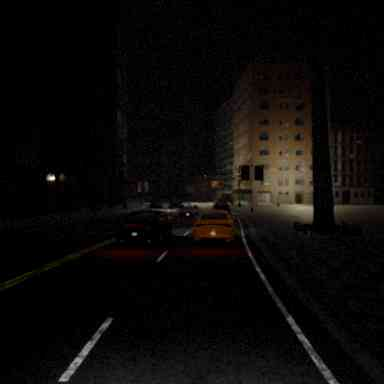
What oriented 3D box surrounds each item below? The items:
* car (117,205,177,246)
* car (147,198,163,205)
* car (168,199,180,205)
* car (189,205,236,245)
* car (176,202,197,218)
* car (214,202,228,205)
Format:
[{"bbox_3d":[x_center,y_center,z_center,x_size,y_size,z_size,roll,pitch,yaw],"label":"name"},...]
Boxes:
[{"bbox_3d":[-2.147,1.624,16.298,1.882,1.535,5.008,0,-1,6],"label":"car"},{"bbox_3d":[-5.921,1.828,53.648,2.097,1.767,4.553,0,0,1],"label":"car"},{"bbox_3d":[-2.686,1.957,53.041,1.882,1.535,5.008,0,-1,1],"label":"car"},{"bbox_3d":[1.157,1.634,16.601,1.882,1.535,5.008,0,-1,6],"label":"car"},{"bbox_3d":[-0.225,1.914,34.375,1.895,1.301,4.718,0,-1,5],"label":"car"},{"bbox_3d":[3.215,1.819,36.840,1.882,1.535,5.008,0,-1,4],"label":"car"}]
